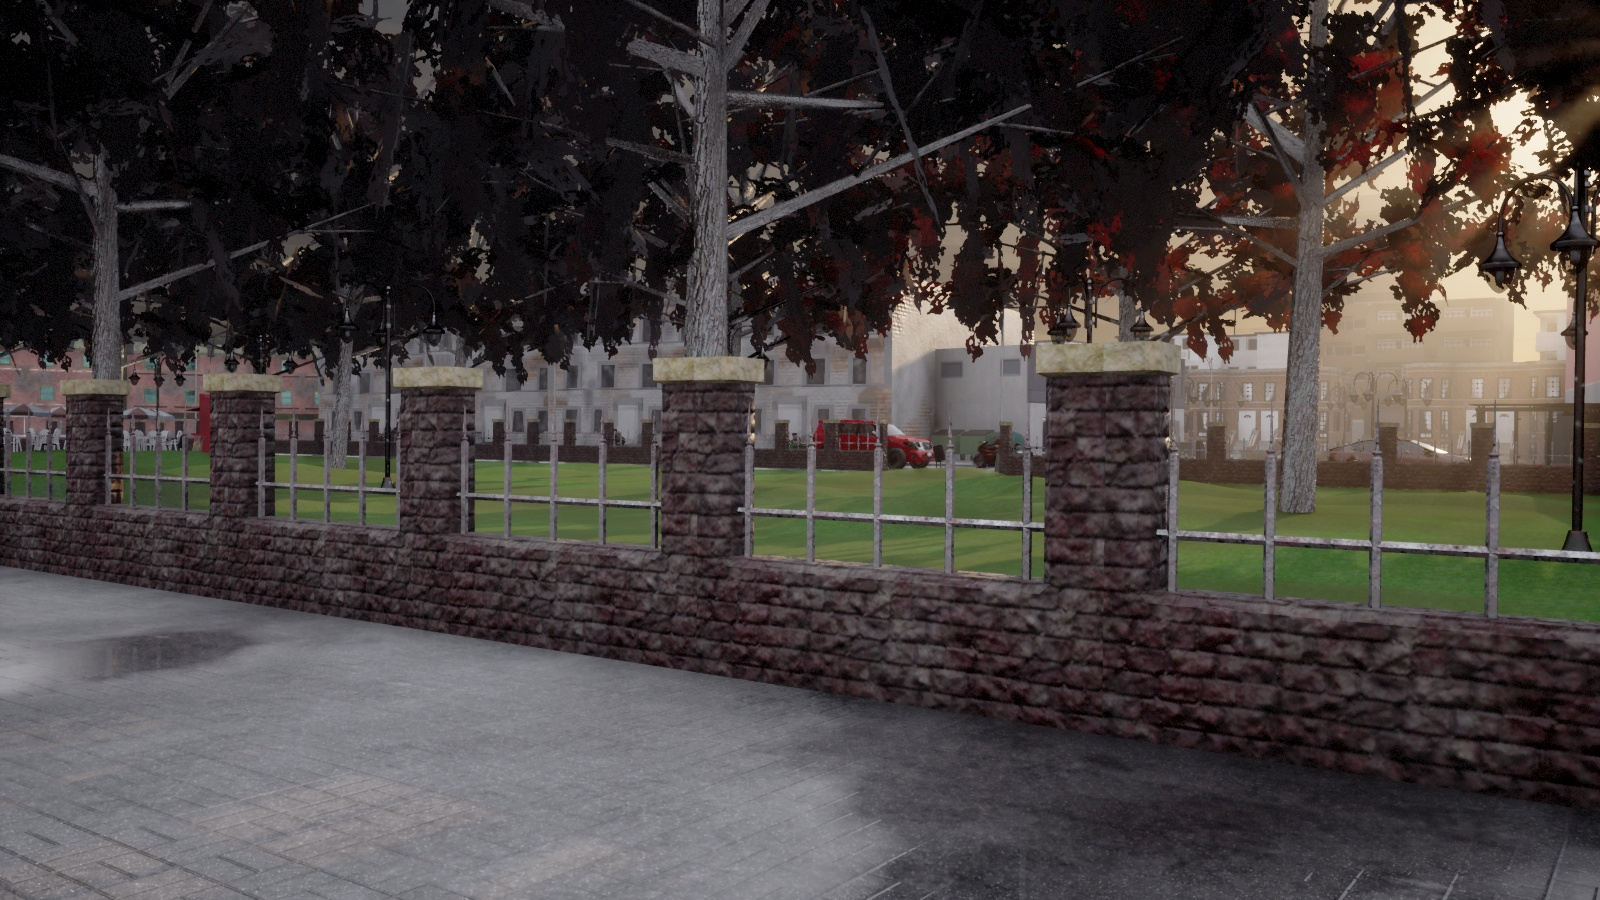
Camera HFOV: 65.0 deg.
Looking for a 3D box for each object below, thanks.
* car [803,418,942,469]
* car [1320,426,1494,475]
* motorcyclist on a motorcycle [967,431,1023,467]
[{"bbox_3d":[3.002,-0.304,52.801,5.566,2.045,2.150,1,1,36],"label":"car"},{"bbox_3d":[19.728,-0.006,40.903,4.792,1.488,2.163,0,1,36],"label":"car"},{"bbox_3d":[8.360,-0.045,53.902,2.191,1.530,0.866,0,1,35],"label":"motorcyclist on a motorcycle"}]
